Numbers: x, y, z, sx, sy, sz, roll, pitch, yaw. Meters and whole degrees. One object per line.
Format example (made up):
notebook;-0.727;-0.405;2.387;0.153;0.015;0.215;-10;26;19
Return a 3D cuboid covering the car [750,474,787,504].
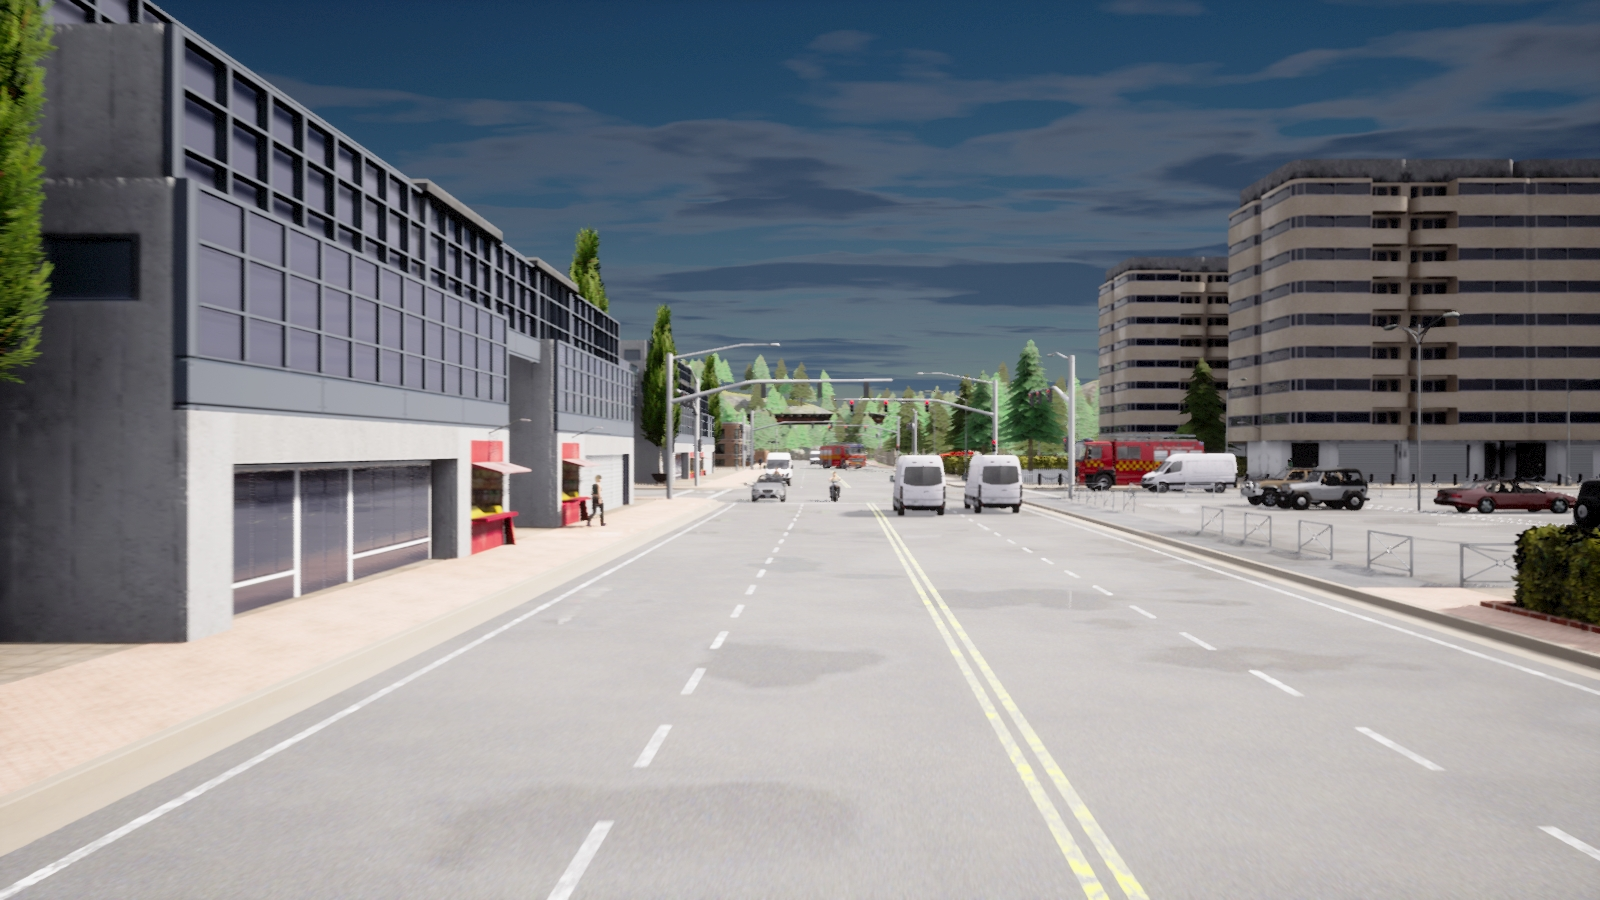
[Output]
car;-1.643;2.041;60.979;1.816;1.474;4.193;0;0;1

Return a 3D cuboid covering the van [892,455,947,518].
van;5.188;1.516;50.228;1.988;2.561;5.915;0;0;2

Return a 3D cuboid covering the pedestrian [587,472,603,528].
pedestrian;-6.925;1.678;38.608;0.375;1.860;0.375;0;0;37

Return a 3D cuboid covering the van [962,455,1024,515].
van;8.739;1.516;52.151;1.988;2.561;5.915;0;0;2
